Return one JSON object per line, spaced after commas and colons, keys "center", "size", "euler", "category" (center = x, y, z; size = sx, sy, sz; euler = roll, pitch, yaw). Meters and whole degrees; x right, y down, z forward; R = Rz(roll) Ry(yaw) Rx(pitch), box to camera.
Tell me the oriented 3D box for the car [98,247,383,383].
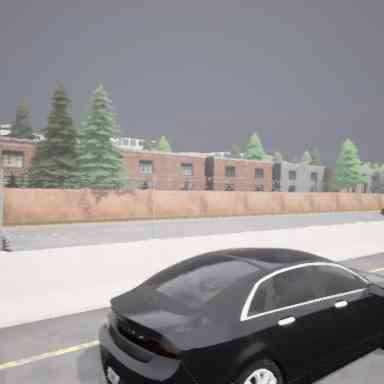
{"center": [1.216, 1.543, 4.615], "size": [4.892, 1.490, 1.837], "euler": [0, 0, -36], "category": "car"}
